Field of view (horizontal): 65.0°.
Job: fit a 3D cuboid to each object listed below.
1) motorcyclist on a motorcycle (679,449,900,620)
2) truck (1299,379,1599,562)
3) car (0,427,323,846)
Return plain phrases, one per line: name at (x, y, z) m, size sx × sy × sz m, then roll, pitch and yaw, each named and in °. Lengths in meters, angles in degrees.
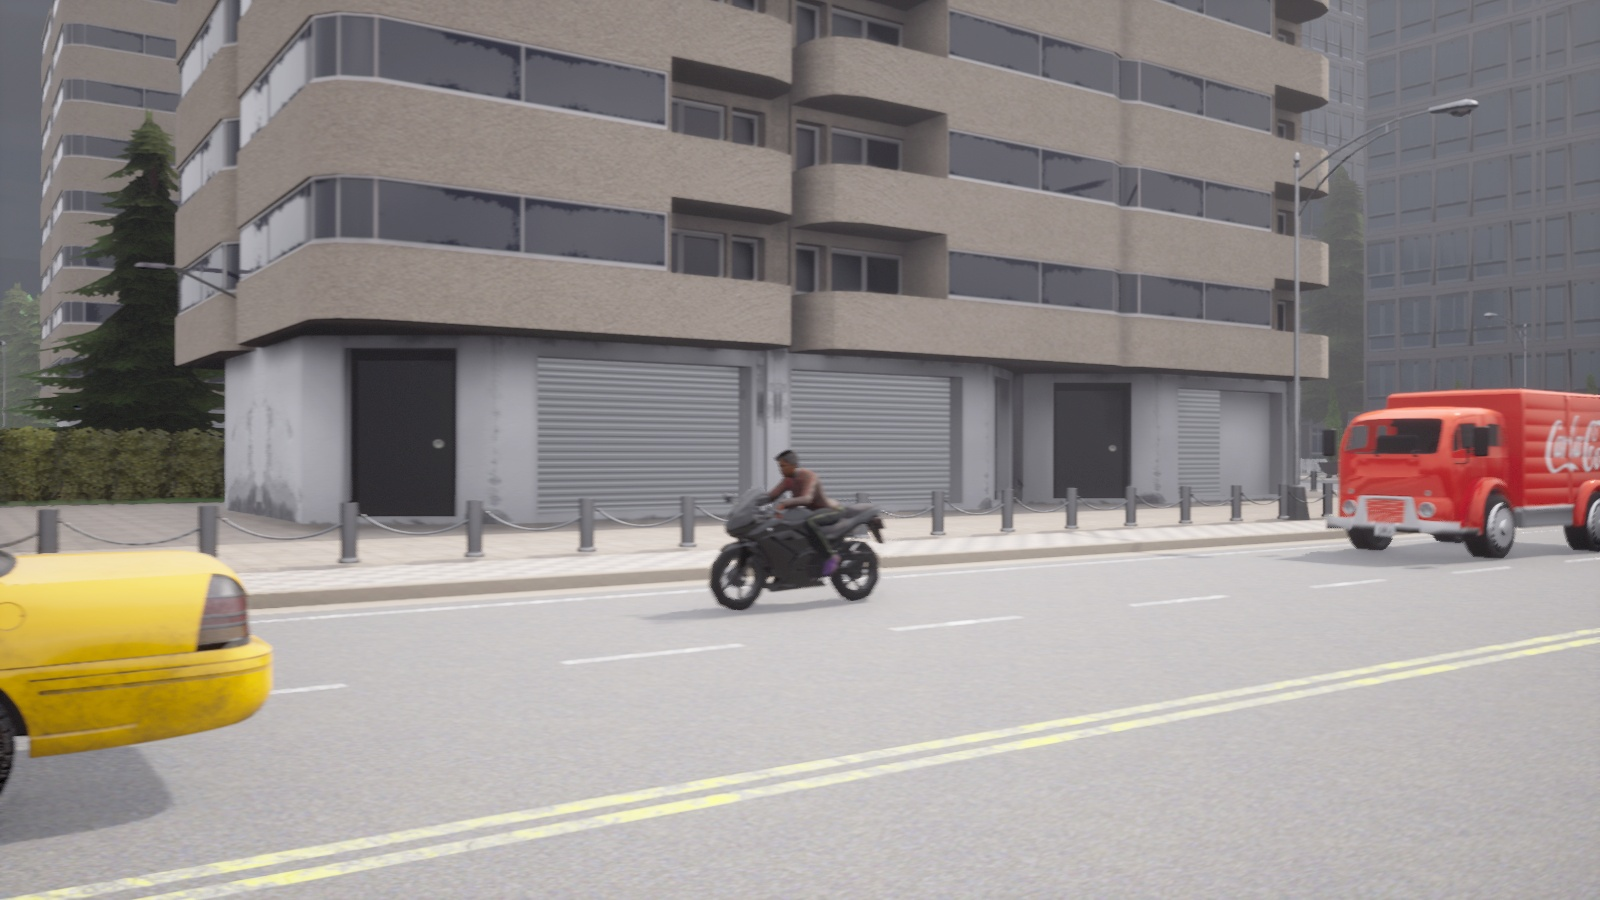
motorcyclist on a motorcycle at (-0.081, 0.757, 12.131) m, size 2.044 × 1.523 × 0.797 m, roll 0°, pitch 0°, yaw -35°
truck at (10.469, 0.284, 19.476) m, size 5.204 × 2.467 × 2.627 m, roll 0°, pitch 0°, yaw -35°
car at (-4.769, 0.705, 4.604) m, size 5.366 × 1.575 × 1.801 m, roll 0°, pitch 0°, yaw -35°
